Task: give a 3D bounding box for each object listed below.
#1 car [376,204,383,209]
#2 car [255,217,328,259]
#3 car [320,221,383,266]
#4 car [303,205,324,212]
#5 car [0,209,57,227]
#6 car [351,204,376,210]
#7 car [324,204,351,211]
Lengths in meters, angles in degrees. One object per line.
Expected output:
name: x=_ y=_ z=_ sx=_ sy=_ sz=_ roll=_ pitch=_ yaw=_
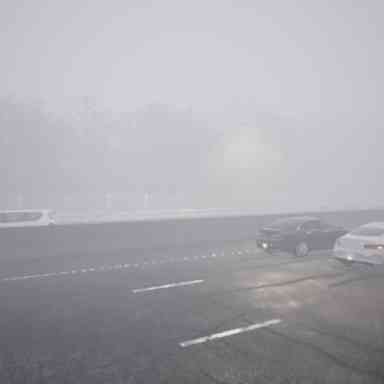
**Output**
car: x=22.253 y=2.137 z=35.504 sx=4.718 sy=1.301 sz=1.895 roll=0 pitch=-2 yaw=-28
car: x=4.948 y=1.813 z=14.044 sx=4.892 sy=1.490 sz=1.837 roll=0 pitch=-2 yaw=-29
car: x=6.720 y=1.705 z=11.022 sx=4.674 sy=1.442 sz=1.812 roll=0 pitch=-2 yaw=-29
car: x=17.421 y=2.462 z=44.803 sx=5.357 sy=1.411 sz=2.033 roll=0 pitch=-2 yaw=-28
car: x=-10.187 y=1.983 z=17.836 sx=5.566 sy=2.045 sz=2.150 roll=0 pitch=-2 yaw=-28
car: x=21.208 y=2.184 z=38.910 sx=4.674 sy=1.442 sz=1.812 roll=0 pitch=-2 yaw=-28
car: x=19.574 y=2.276 z=42.002 sx=4.902 sy=1.511 sz=2.128 roll=0 pitch=-2 yaw=-28
